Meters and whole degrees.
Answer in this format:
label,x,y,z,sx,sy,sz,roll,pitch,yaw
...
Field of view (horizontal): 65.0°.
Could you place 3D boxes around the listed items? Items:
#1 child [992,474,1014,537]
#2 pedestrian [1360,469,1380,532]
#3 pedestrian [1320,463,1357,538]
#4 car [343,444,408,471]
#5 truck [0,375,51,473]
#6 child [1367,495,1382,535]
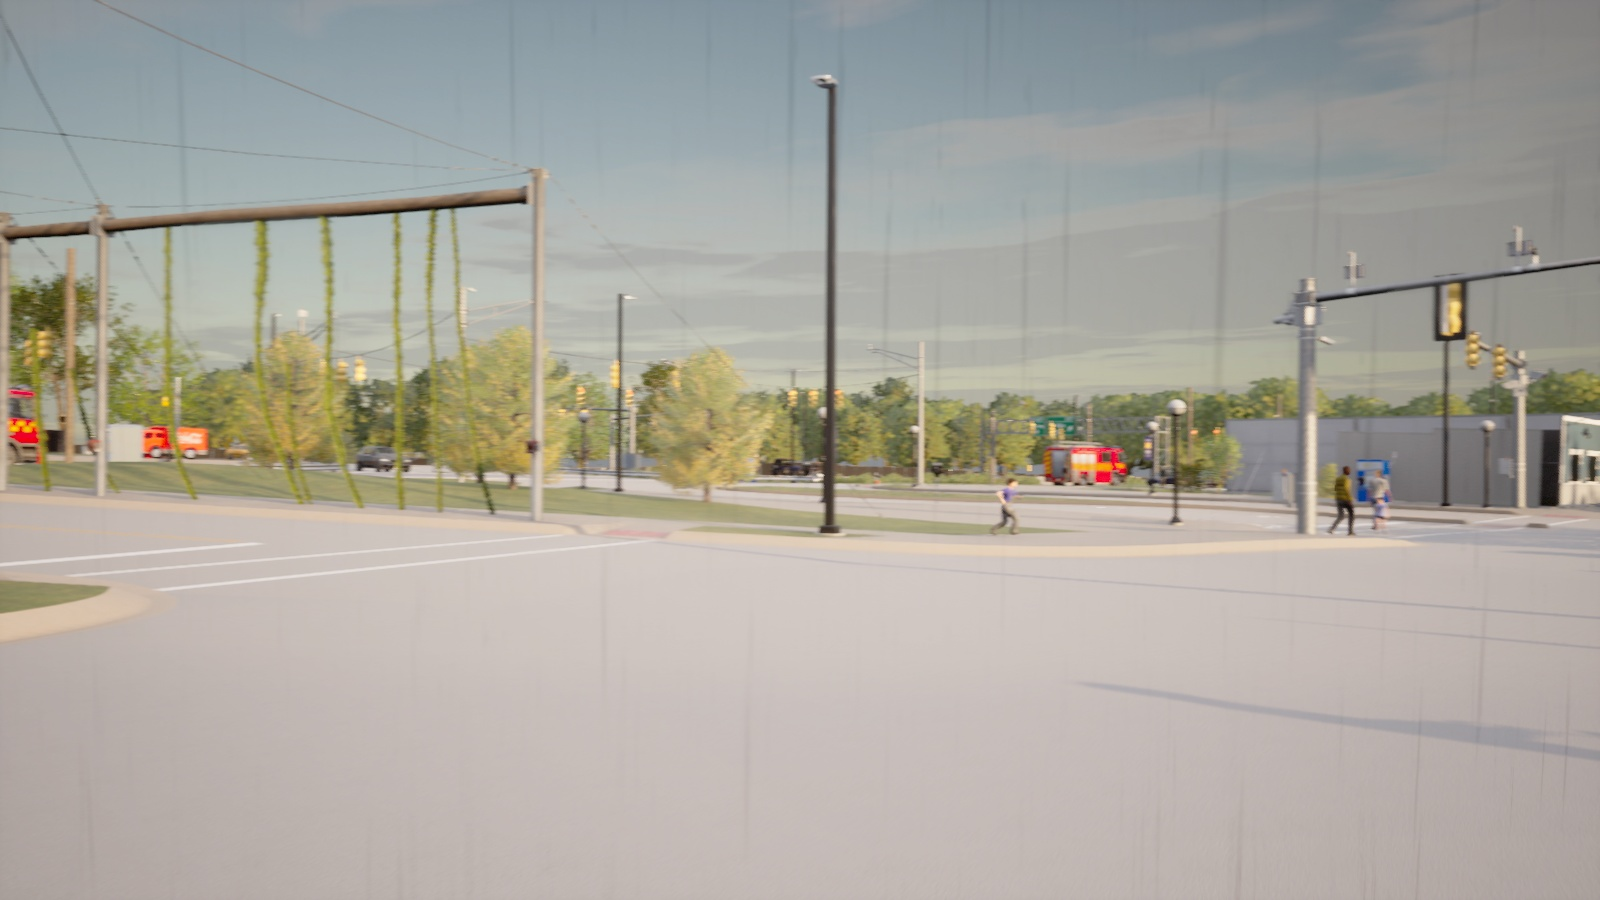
label,x,y,z,sx,sy,sz,roll,pitch,yaw
child,4.115,1.117,25.458,0.437,1.263,0.270,0,0,10
pedestrian,16.947,1.484,37.348,0.354,1.836,0.706,0,0,40
pedestrian,13.171,1.232,30.711,0.726,1.835,0.370,1,0,-11
car,-27.401,0.476,80.989,2.242,1.667,4.611,3,-1,-42
truck,-34.333,-1.158,48.685,2.891,3.827,8.468,0,-2,44
child,16.186,1.837,35.397,0.394,1.110,0.255,1,0,-43
